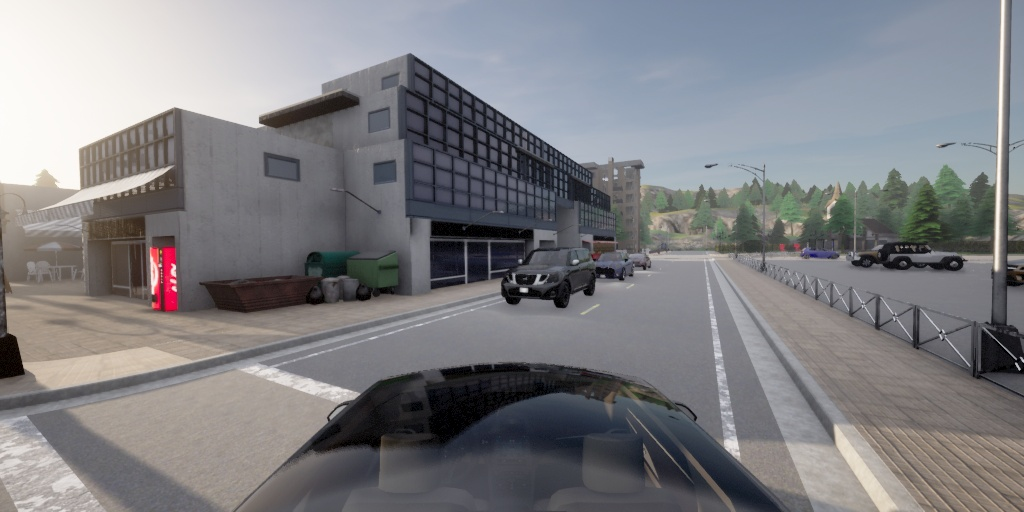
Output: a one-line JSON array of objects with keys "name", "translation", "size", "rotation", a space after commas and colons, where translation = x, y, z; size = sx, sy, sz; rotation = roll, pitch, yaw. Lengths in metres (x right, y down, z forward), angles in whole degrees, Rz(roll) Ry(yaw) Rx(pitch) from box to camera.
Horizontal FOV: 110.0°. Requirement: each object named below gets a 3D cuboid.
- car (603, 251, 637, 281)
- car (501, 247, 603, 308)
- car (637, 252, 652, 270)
[{"name": "car", "translation": [6.300, 0.530, 22.677], "size": [2.097, 1.767, 4.553], "rotation": [0, 2, 28]}, {"name": "car", "translation": [1.677, 0.674, 13.996], "size": [2.150, 2.045, 5.566], "rotation": [0, 2, 28]}, {"name": "car", "translation": [11.114, 0.418, 31.706], "size": [1.812, 1.442, 4.674], "rotation": [0, 2, 28]}]
